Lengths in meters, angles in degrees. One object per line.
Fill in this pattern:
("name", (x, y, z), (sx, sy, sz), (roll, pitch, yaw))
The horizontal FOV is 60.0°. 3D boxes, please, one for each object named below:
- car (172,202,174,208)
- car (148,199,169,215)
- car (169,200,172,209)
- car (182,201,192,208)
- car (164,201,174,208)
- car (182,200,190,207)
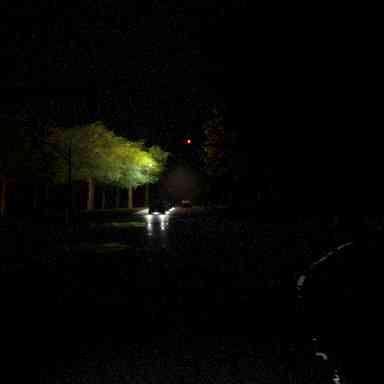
("car", (-4.545, 2.073, 57.983), (2.097, 1.767, 4.553), (0, -1, -1))
("car", (-4.153, 1.902, 40.058), (1.837, 1.490, 4.892), (0, -1, -1))
("car", (-4.353, 2.079, 49.051), (1.812, 1.442, 4.674), (0, -1, -1))
("car", (-1.021, 2.477, 64.850), (1.895, 1.301, 4.718), (0, -1, -1))
("car", (-4.707, 2.565, 68.213), (1.895, 1.301, 4.718), (0, -2, -1))
("car", (-1.473, 2.824, 80.614), (1.882, 1.535, 5.008), (0, -2, -1))
